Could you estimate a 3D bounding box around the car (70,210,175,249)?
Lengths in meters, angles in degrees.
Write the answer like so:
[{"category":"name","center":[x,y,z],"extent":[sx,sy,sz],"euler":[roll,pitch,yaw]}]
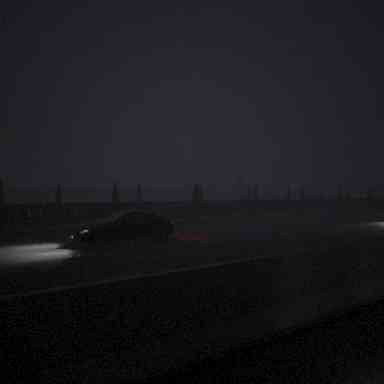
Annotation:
[{"category":"car","center":[-2.941,1.530,14.798],"extent":[4.674,1.442,1.812],"euler":[0,0,-36]}]
